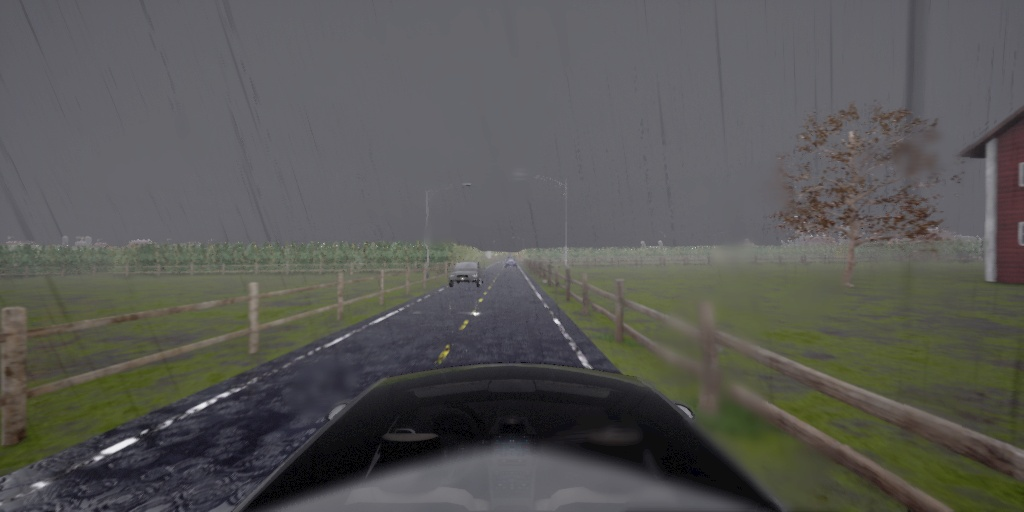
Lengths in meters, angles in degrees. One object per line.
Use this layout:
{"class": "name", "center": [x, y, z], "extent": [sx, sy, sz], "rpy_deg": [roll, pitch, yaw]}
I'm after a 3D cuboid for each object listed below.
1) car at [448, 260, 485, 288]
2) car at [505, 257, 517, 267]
{"class": "car", "center": [-2.793, 1.047, 22.675], "extent": [1.837, 1.490, 4.892], "rpy_deg": [0, 0, 0]}
{"class": "car", "center": [-0.133, 1.206, 62.028], "extent": [1.812, 1.442, 4.674], "rpy_deg": [0, 0, 0]}
